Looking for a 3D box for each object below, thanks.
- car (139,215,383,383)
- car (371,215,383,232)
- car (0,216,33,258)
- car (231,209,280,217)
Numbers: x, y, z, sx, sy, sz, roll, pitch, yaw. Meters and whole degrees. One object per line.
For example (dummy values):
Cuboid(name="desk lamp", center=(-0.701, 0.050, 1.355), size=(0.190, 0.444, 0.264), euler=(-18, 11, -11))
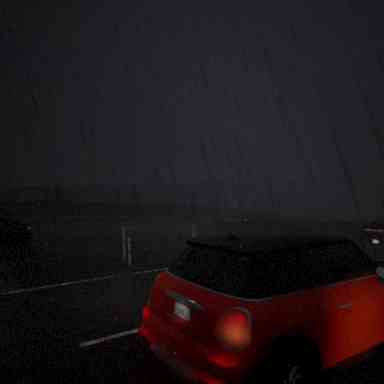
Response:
Cuboid(name="car", center=(1.621, 1.355, 4.903), size=(4.553, 1.767, 2.097), euler=(1, 0, -36))
Cuboid(name="car", center=(26.363, 4.281, 44.176), size=(5.566, 2.045, 2.150), euler=(7, -4, -35))
Cuboid(name="car", center=(-8.037, 1.506, 11.155), size=(4.892, 1.490, 1.837), euler=(-1, 0, -35))
Cuboid(name="car", center=(4.864, 2.043, 24.650), size=(4.902, 1.511, 2.128), euler=(5, -3, -35))
